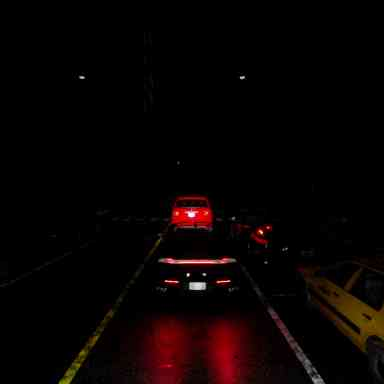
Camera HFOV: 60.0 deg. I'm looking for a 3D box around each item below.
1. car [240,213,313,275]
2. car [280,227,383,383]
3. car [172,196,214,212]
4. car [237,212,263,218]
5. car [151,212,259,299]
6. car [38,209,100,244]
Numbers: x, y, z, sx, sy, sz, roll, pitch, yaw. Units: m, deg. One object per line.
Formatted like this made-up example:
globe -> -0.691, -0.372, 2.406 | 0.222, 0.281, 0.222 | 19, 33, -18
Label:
car -> 2.863, 1.562, 10.273 | 1.947, 1.339, 4.313 | -1, 0, 0
car -> 2.864, 1.524, 4.857 | 1.752, 1.417, 4.829 | -1, 0, 0
car -> 0.062, 1.215, 18.793 | 2.150, 2.045, 5.566 | 0, 0, 2
car -> 2.861, 1.576, 15.859 | 1.802, 1.307, 4.206 | -1, 0, 0
car -> 0.096, 1.489, 8.445 | 2.128, 1.511, 4.902 | 0, 0, 0
car -> -5.684, 1.539, 15.853 | 1.887, 1.381, 4.507 | -1, 0, 0
